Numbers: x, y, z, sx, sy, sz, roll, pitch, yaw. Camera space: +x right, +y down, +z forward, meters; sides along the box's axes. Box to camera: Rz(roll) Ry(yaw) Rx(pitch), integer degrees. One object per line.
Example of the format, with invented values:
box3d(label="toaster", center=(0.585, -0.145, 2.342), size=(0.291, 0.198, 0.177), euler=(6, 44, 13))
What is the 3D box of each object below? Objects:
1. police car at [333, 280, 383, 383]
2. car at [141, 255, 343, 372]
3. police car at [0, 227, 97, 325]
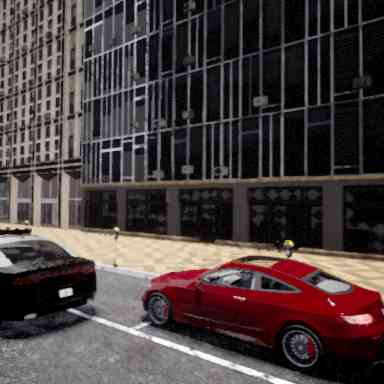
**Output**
box3d(label="police car", center=(3.689, 1.507, 1.542), size=(5.238, 1.638, 1.930), euler=(-1, -2, 37))
box3d(label="car", center=(0.987, 1.776, 5.779), size=(4.206, 1.307, 1.802), euler=(-1, -2, 37))
box3d(label="police car", center=(-4.327, 1.637, 7.520), size=(5.238, 1.638, 1.930), euler=(-1, -2, 37))
